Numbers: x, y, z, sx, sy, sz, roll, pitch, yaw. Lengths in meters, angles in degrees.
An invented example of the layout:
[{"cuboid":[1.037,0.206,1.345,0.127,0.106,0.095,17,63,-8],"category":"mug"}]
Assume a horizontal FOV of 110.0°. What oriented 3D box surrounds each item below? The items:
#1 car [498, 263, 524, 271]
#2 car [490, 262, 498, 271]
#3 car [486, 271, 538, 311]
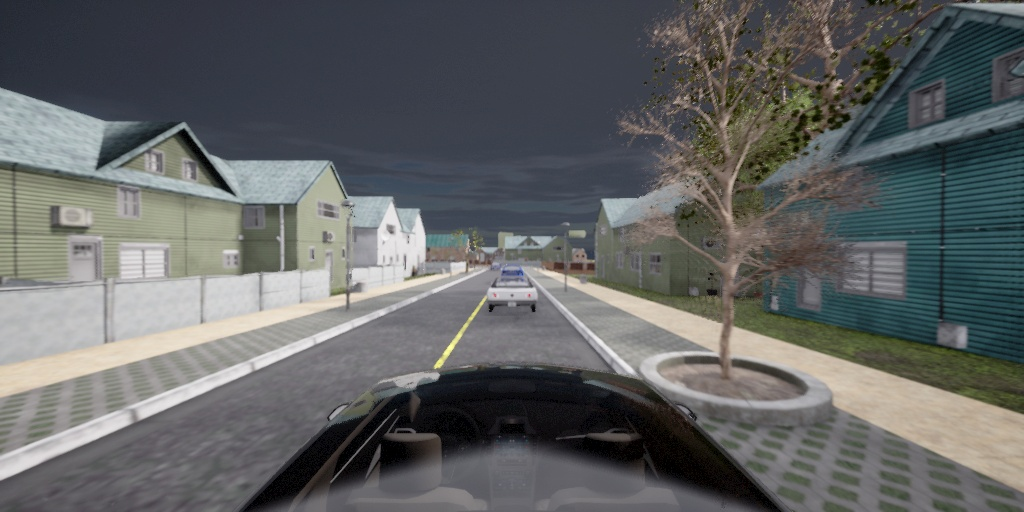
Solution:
[{"cuboid":[0.037,1.501,31.101,1.882,1.535,5.008,0,0,1],"category":"car"},{"cuboid":[-2.778,1.840,62.469,1.812,1.442,4.674,0,0,1],"category":"car"},{"cuboid":[0.020,1.476,15.083,1.895,1.301,4.718,0,-1,0],"category":"car"}]
